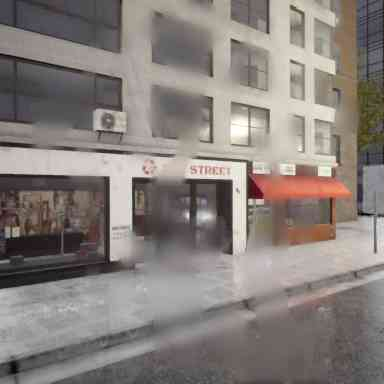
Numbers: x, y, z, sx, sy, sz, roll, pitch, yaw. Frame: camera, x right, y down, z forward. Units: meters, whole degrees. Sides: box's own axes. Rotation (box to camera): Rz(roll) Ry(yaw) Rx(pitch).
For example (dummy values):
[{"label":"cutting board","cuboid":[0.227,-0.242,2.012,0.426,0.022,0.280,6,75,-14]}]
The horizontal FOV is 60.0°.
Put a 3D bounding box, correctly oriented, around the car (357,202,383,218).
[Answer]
[{"label":"car","cuboid":[16.024,1.608,30.181,2.033,1.411,5.357,0,0,-35]}]
